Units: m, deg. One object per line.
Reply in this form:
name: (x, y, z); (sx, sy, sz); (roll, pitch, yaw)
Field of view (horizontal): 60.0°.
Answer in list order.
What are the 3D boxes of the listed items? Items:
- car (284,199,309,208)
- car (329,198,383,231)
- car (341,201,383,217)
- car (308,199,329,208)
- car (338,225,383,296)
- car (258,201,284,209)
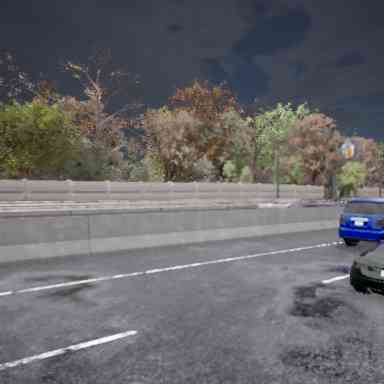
car: (13.497, 1.660, 39.440); (4.892, 1.490, 1.837); (0, 0, -35)
car: (8.490, 1.288, 14.118); (5.566, 2.045, 2.150); (0, 0, -36)
car: (17.582, 1.702, 33.761); (5.357, 1.411, 2.033); (0, 0, -35)
car: (15.624, 1.702, 36.661); (5.357, 1.411, 2.033); (0, 0, -35)
car: (5.524, 1.603, 7.696); (4.181, 1.385, 1.994); (0, 0, -36)
car: (10.462, 1.750, 41.576); (4.718, 1.301, 1.895); (0, 0, -35)
